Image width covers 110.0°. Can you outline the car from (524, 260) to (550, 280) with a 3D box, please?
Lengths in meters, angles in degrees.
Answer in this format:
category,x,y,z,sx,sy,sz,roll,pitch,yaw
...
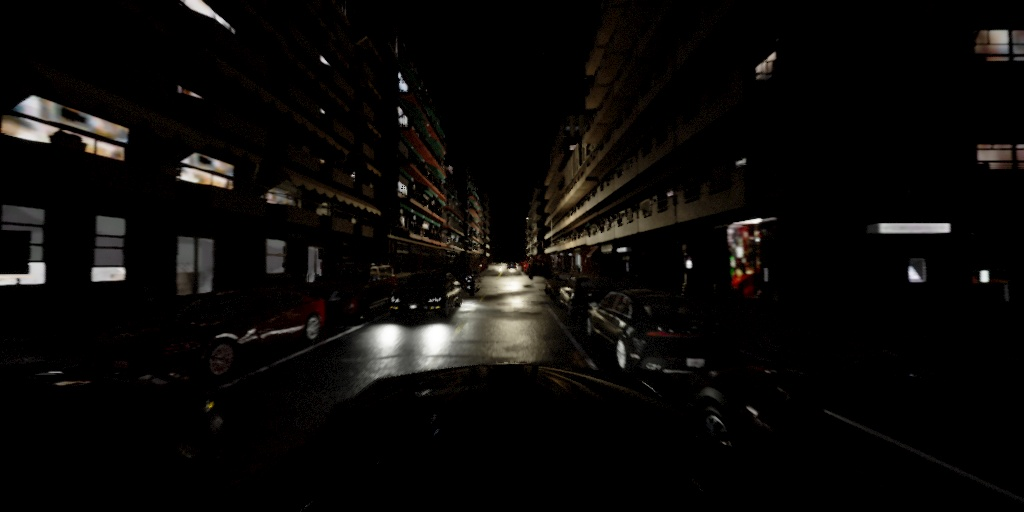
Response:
category,x,y,z,sx,sy,sz,roll,pitch,yaw
car,2.660,1.366,35.273,2.192,1.841,5.009,0,0,0

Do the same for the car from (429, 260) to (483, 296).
category,x,y,z,sx,sy,sz,roll,pitch,yaw
car,-3.017,1.198,20.430,2.097,1.767,4.553,0,-1,0

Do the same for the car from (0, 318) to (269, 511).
category,x,y,z,sx,sy,sz,roll,pitch,yaw
car,-3.093,1.273,0.858,1.812,1.442,4.674,0,-1,0

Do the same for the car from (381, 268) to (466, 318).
category,x,y,z,sx,sy,sz,roll,pitch,yaw
car,-3.095,1.368,13.681,1.837,1.490,4.892,0,-1,0

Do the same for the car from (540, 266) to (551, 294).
category,x,y,z,sx,sy,sz,roll,pitch,yaw
car,2.677,1.424,18.740,1.751,1.417,4.829,0,0,0

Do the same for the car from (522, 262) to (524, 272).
category,x,y,z,sx,sy,sz,roll,pitch,yaw
car,2.648,1.705,46.408,2.007,1.370,4.403,0,0,0

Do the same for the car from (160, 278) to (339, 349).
category,x,y,z,sx,sy,sz,roll,pitch,yaw
car,-5.692,1.356,7.460,1.888,1.381,4.507,0,0,0

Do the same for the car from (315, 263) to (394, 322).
category,x,y,z,sx,sy,sz,roll,pitch,yaw
car,-5.698,1.176,13.027,2.192,1.841,5.009,0,0,0

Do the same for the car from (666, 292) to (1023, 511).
category,x,y,z,sx,sy,sz,roll,pitch,yaw
car,2.695,1.187,1.867,1.967,1.591,4.097,0,0,0

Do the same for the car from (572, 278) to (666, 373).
category,x,y,z,sx,sy,sz,roll,pitch,yaw
car,2.689,1.348,7.435,2.007,1.370,4.403,0,0,0

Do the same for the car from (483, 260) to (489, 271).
category,x,y,z,sx,sy,sz,roll,pitch,yaw
car,-5.750,1.640,63.135,2.192,1.841,5.009,0,0,0

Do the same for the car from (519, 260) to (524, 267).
category,x,y,z,sx,sy,sz,roll,pitch,yaw
car,2.636,1.574,57.543,2.192,1.841,5.009,0,0,0

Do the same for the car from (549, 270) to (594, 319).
category,x,y,z,sx,sy,sz,roll,pitch,yaw
car,2.683,1.398,13.002,2.007,1.370,4.403,0,0,0

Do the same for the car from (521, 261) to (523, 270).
category,x,y,z,sx,sy,sz,roll,pitch,yaw
car,2.642,1.752,51.975,1.888,1.381,4.507,0,0,0
